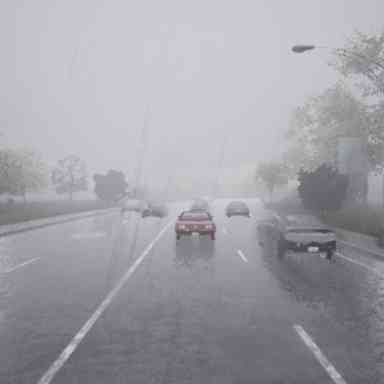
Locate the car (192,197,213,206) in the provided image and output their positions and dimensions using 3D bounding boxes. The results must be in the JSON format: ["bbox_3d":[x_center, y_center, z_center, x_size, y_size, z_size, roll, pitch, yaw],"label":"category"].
[{"bbox_3d":[0.946,1.547,35.565,2.033,1.411,5.357,0,0,4],"label":"car"}]

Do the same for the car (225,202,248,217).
[{"bbox_3d":[4.165,1.565,30.857,1.994,1.385,4.181,0,0,3],"label":"car"}]

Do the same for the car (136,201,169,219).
[{"bbox_3d":[-3.159,1.600,28.761,1.895,1.301,4.718,0,0,3],"label":"car"}]

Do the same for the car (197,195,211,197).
[{"bbox_3d":[3.067,1.479,69.003,1.812,1.442,4.674,0,0,16],"label":"car"}]

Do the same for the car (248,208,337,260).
[{"bbox_3d":[3.637,1.491,12.352,2.128,1.511,4.902,0,0,0],"label":"car"}]

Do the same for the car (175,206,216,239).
[{"bbox_3d":[0.189,1.601,17.179,1.895,1.301,4.718,0,0,1],"label":"car"}]

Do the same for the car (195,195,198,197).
[{"bbox_3d":[1.752,1.352,76.518,1.994,1.385,4.181,0,0,18],"label":"car"}]

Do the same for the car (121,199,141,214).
[{"bbox_3d":[-6.216,1.523,35.754,1.812,1.442,4.674,0,0,4],"label":"car"}]
